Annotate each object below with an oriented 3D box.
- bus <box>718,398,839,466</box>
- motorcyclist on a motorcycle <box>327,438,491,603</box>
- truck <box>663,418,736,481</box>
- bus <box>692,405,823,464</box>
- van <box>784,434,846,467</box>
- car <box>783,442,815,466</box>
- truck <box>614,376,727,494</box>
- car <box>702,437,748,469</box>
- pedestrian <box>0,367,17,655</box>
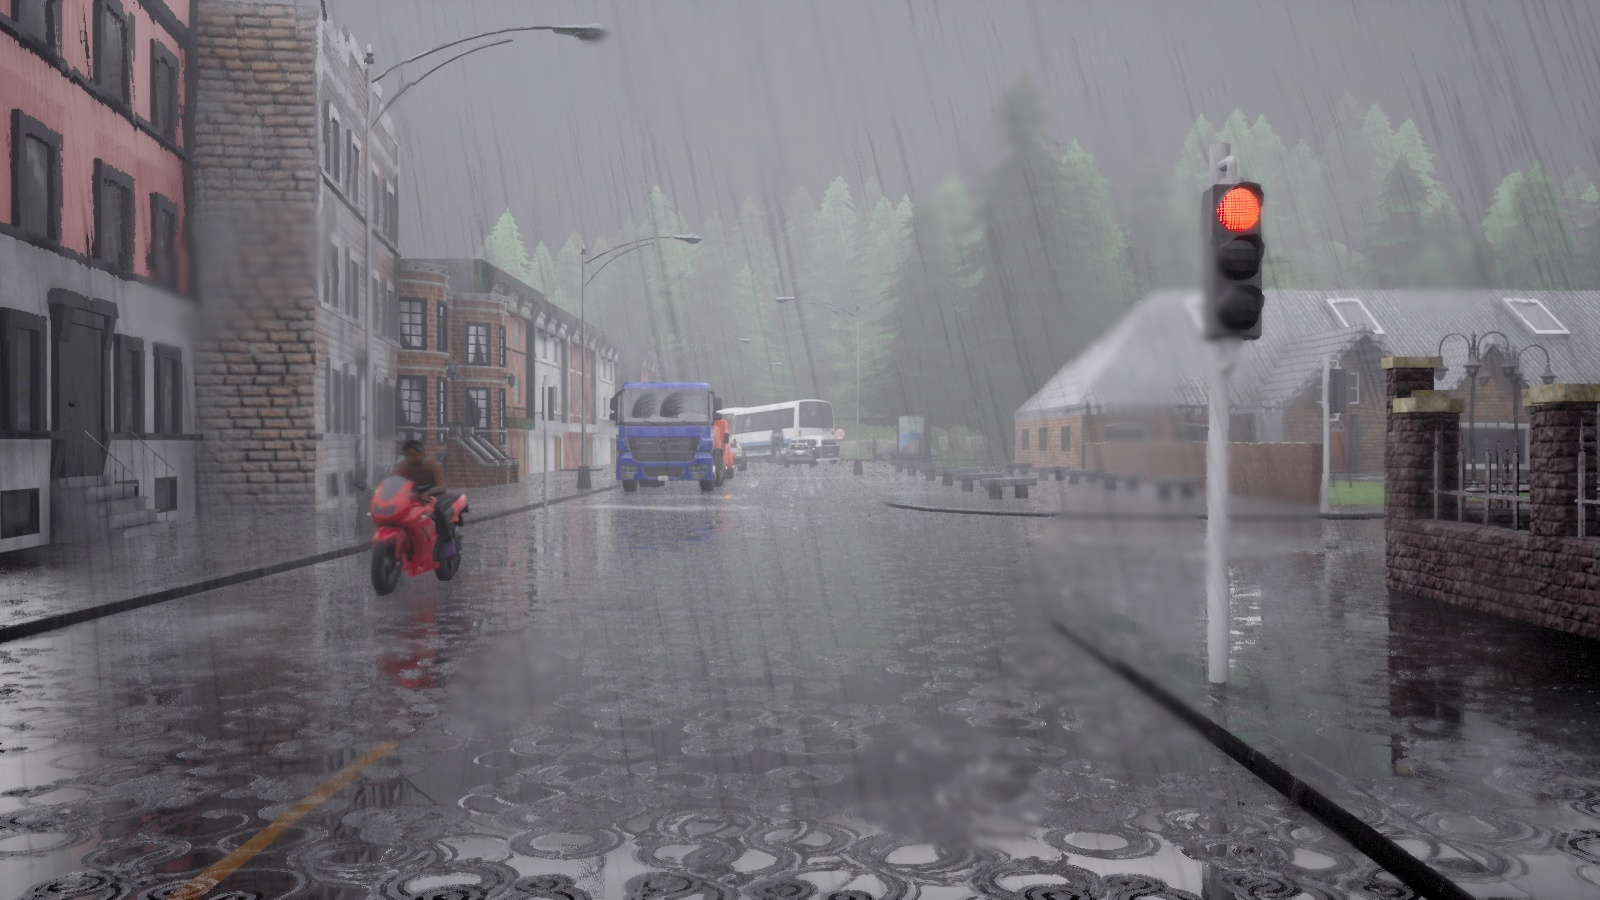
[{"bbox_3d":[-1.703,-1.141,90.610,3.944,4.253,10.273,1,-3,-32],"label":"bus"},{"bbox_3d":[-3.916,0.653,12.770,0.797,1.523,2.044,1,0,7],"label":"motorcyclist on a motorcycle"},{"bbox_3d":[-4.061,-0.035,51.564,2.627,2.467,5.204,0,0,0],"label":"truck"},{"bbox_3d":[-3.217,-1.149,97.951,3.944,4.253,10.273,-2,-2,44],"label":"bus"},{"bbox_3d":[0.960,0.028,83.421,2.069,2.038,4.480,-4,2,-29],"label":"van"},{"bbox_3d":[-0.034,0.264,79.399,1.970,1.475,3.806,0,0,0],"label":"car"},{"bbox_3d":[-4.047,-0.470,41.022,2.891,3.462,7.936,0,0,0],"label":"truck"},{"bbox_3d":[-4.042,0.136,68.438,2.152,1.651,5.027,0,0,0],"label":"car"},{"bbox_3d":[-5.835,0.411,8.373,0.873,1.952,0.659,0,0,-14],"label":"pedestrian"}]
